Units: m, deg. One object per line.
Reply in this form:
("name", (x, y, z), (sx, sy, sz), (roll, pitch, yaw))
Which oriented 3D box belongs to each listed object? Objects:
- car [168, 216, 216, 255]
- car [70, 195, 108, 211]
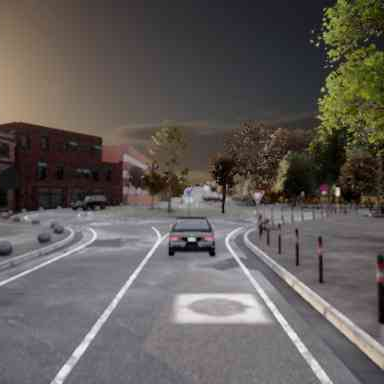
("car", (0.000, 1.717, 13.996), (2.033, 1.411, 5.357), (0, -1, 0))
("car", (-13.950, 1.451, 45.335), (2.150, 2.045, 5.566), (0, 0, 27))
